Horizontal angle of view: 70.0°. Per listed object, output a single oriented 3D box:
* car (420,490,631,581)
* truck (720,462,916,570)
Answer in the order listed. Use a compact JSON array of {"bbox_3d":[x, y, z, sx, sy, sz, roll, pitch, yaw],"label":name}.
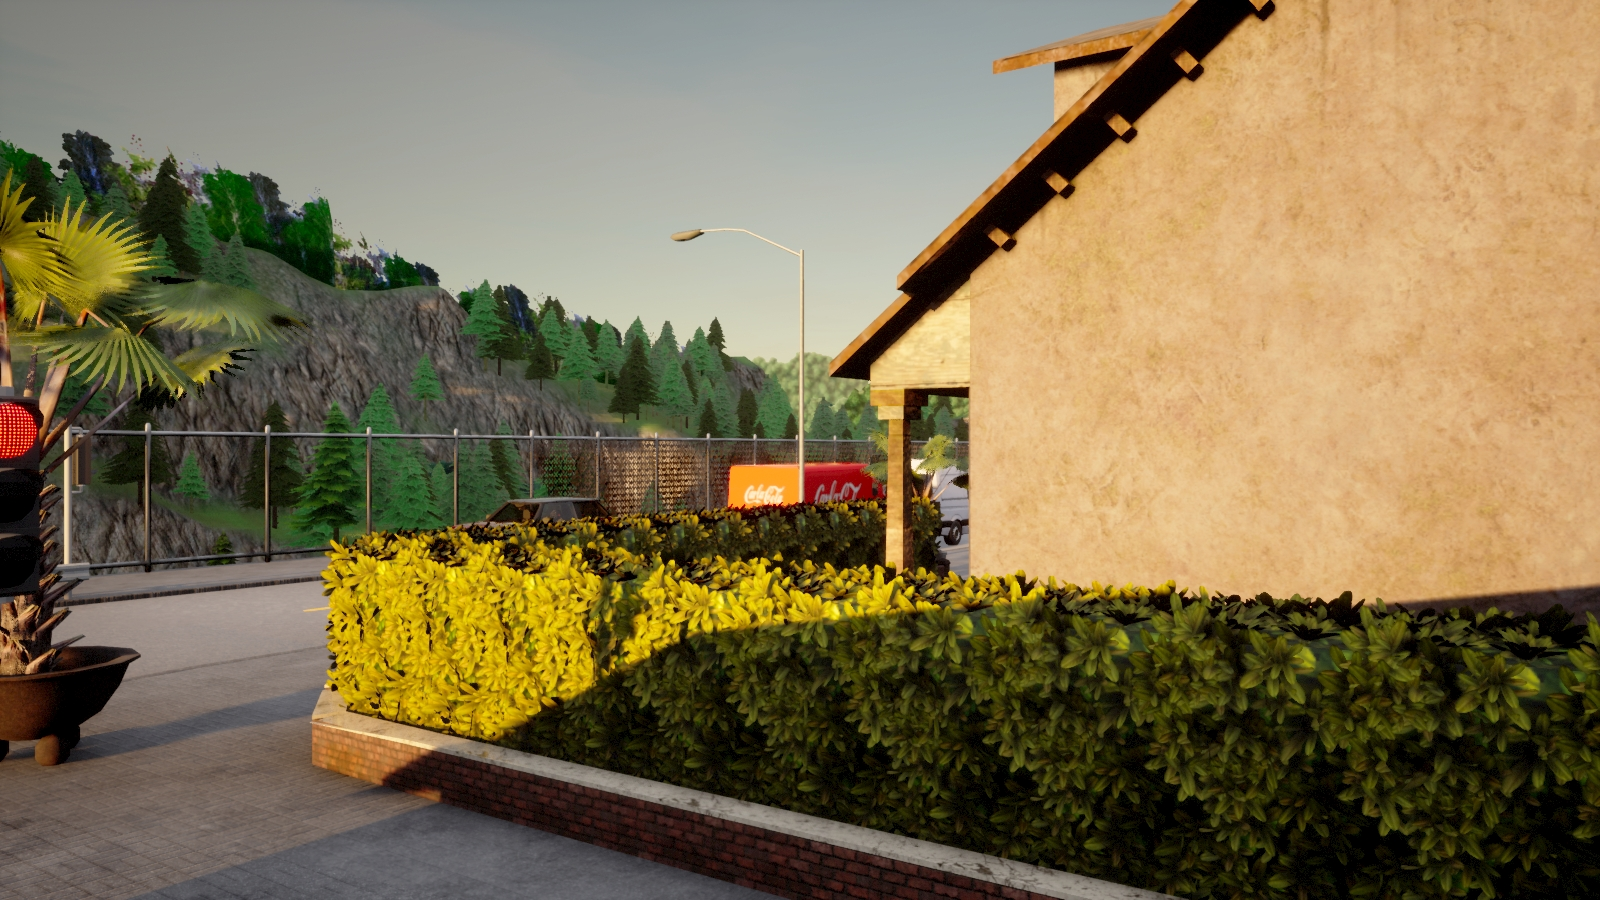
[{"bbox_3d":[-6.312,1.906,26.765,2.097,1.767,4.553,0,0,35],"label":"car"},{"bbox_3d":[0.584,1.568,29.600,2.627,2.467,5.204,0,0,35],"label":"truck"}]
